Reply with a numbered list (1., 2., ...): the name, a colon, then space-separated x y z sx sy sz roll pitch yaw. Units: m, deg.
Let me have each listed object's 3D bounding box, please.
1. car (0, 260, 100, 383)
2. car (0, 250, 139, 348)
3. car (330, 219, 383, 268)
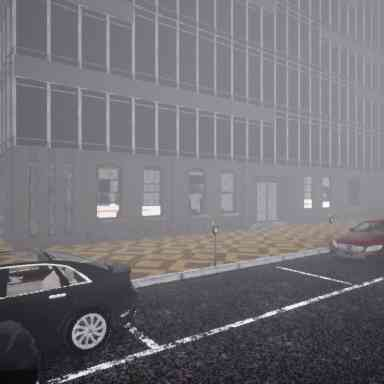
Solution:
1. car: -3.103 1.491 1.161 4.902 1.511 2.128 0 0 -36
2. car: -2.891 1.551 4.497 4.403 1.369 2.008 0 0 -36
3. car: 6.367 1.582 11.121 4.206 1.307 1.802 0 0 -36
